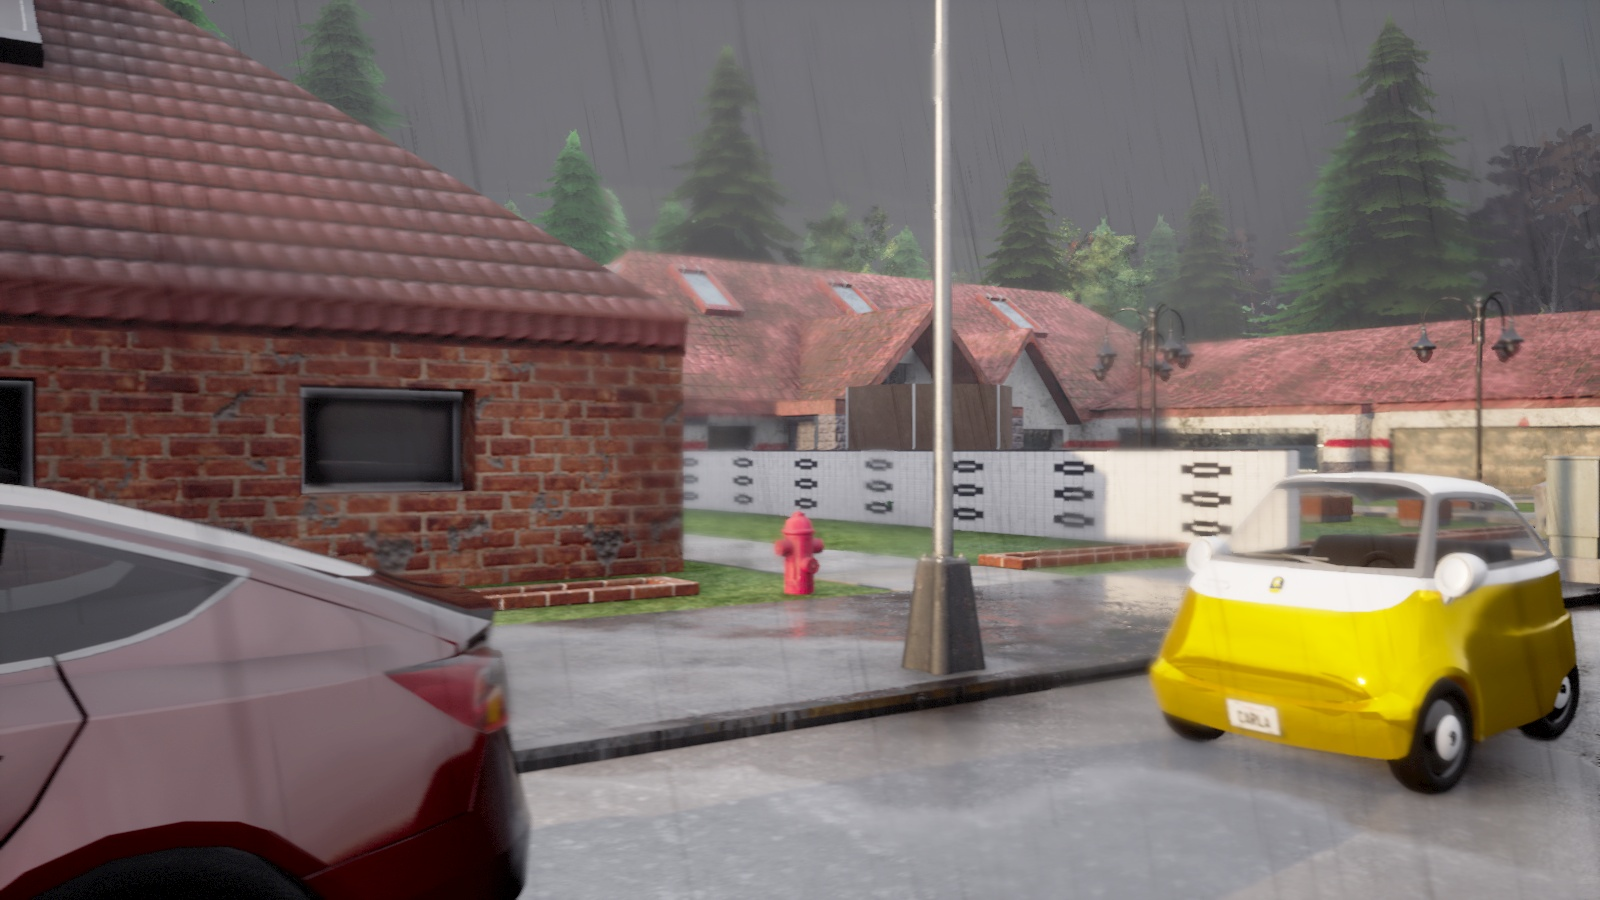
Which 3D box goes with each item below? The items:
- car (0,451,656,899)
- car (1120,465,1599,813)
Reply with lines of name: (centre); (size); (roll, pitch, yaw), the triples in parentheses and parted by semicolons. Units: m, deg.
car: (-2.899, 0.763, 2.255); (4.792, 1.488, 2.163); (0, 0, -35)
car: (2.931, 0.778, 6.307); (2.207, 1.376, 1.481); (0, 0, -35)
